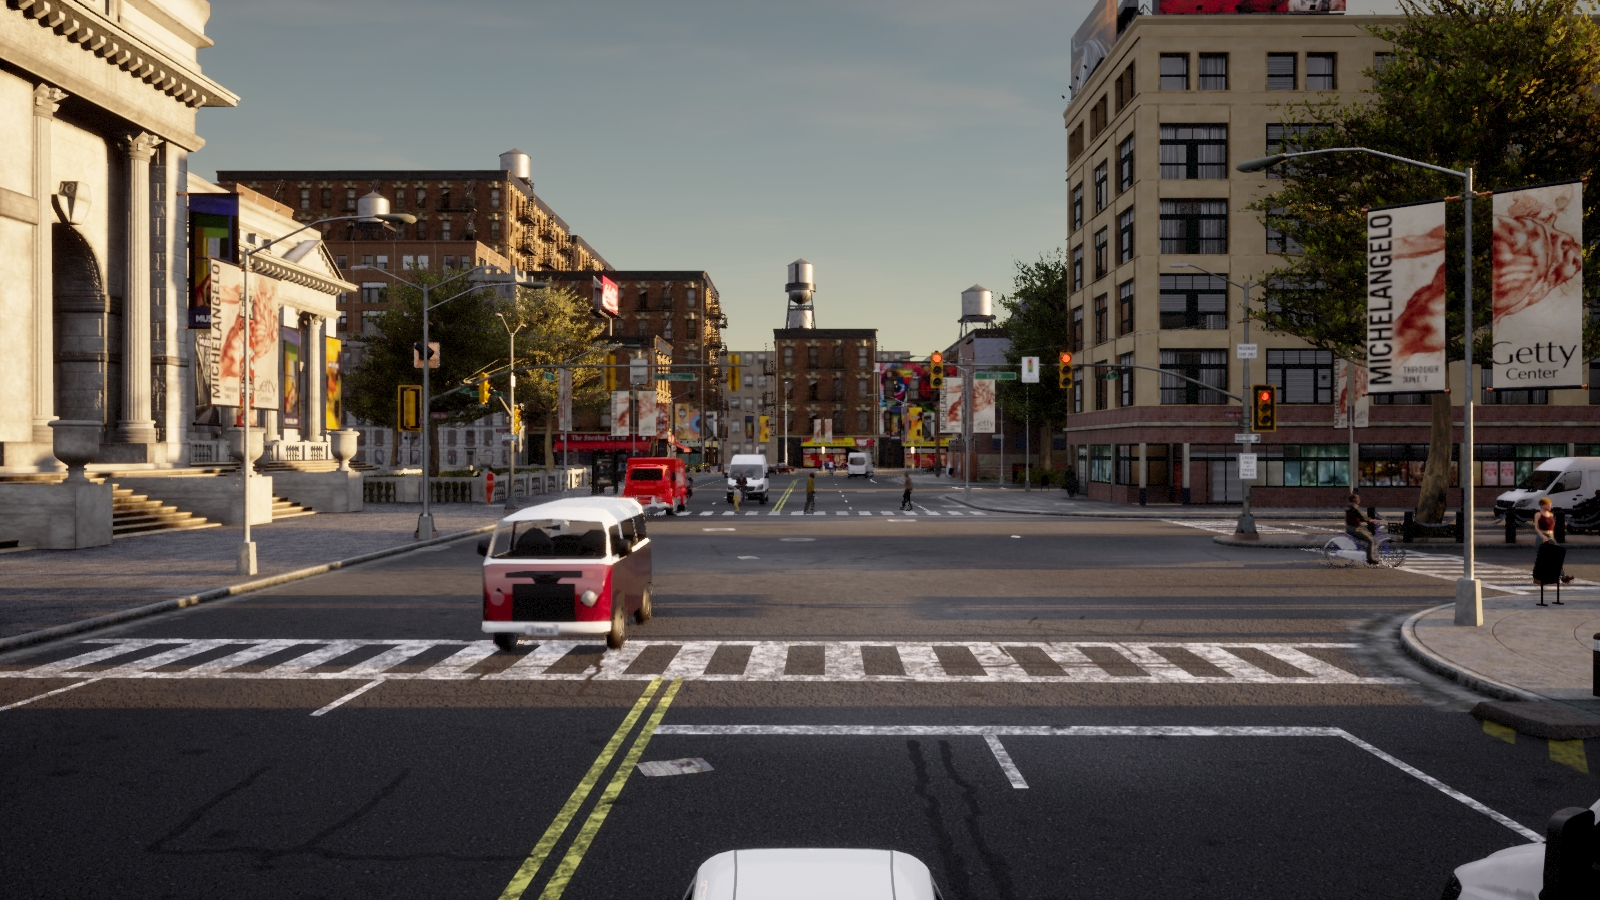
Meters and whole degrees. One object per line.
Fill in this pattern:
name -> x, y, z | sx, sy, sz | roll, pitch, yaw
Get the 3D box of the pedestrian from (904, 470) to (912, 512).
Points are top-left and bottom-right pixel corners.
pedestrian -> 4.889, 1.848, 51.653 | 0.375, 1.860, 0.375 | 0, 0, 4

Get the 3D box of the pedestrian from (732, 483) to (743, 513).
pedestrian -> -2.778, 2.128, 50.569 | 0.375, 1.300, 0.375 | 0, 0, -27

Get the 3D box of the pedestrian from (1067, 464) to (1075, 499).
pedestrian -> 14.512, 1.696, 61.197 | 0.375, 1.860, 0.375 | 0, 0, -2

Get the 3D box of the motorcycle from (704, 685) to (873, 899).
motorcycle -> -0.047, 2.182, 6.691 | 0.856, 1.236, 1.805 | 0, 0, 1

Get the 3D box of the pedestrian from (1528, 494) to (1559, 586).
pedestrian -> 15.291, 1.848, 23.502 | 0.375, 1.860, 0.375 | 0, 0, -6

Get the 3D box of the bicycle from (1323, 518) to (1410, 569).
bicycle -> 13.365, 2.210, 26.970 | 1.835, 1.171, 0.329 | 0, 0, 4

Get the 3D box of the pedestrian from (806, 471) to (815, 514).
pedestrian -> 0.466, 1.849, 49.678 | 0.375, 1.860, 0.375 | 0, 0, 3

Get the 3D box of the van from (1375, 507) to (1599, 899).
van -> 3.538, 1.534, 2.141 | 1.988, 2.561, 5.915 | 0, 0, 1

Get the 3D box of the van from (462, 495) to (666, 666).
van -> -3.316, 1.782, 17.038 | 2.069, 2.038, 4.480 | 0, 0, 1

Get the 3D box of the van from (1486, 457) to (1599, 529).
van -> 28.485, 1.534, 41.518 | 5.915, 2.561, 1.988 | 0, 0, 1

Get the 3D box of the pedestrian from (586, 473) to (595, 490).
pedestrian -> -13.770, 2.076, 75.089 | 0.500, 1.100, 0.500 | 0, 0, 5

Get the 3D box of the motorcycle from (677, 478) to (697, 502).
motorcycle -> -6.217, 2.205, 62.891 | 0.867, 1.251, 2.209 | 0, -1, 1

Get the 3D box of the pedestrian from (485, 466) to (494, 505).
pedestrian -> -14.784, 1.697, 54.340 | 0.375, 1.860, 0.375 | 0, 0, -8

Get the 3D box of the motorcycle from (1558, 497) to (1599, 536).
motorcycle -> 26.649, 2.205, 38.041 | 2.209, 1.251, 0.867 | 0, 0, 1

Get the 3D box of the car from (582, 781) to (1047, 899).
car -> 0.047, 2.120, 3.817 | 1.481, 1.376, 2.207 | 0, 0, 0

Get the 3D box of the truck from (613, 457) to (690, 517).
truck -> -6.390, 1.579, 49.878 | 2.627, 2.467, 5.204 | 0, -1, 1

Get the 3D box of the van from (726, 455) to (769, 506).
van -> -2.738, 1.534, 60.766 | 1.988, 2.561, 5.915 | 0, 0, 1
